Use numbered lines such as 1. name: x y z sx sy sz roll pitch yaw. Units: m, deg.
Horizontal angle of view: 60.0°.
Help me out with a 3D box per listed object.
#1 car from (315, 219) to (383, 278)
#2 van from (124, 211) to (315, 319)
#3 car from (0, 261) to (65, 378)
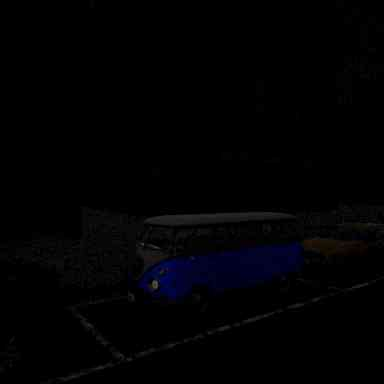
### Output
1. car: 4.917 1.526 10.158 4.829 1.417 1.752 0 0 -35
2. van: 0.628 1.341 7.100 3.998 1.788 1.690 0 0 -35
3. car: -3.799 1.566 3.942 4.313 1.339 1.947 0 0 -35
